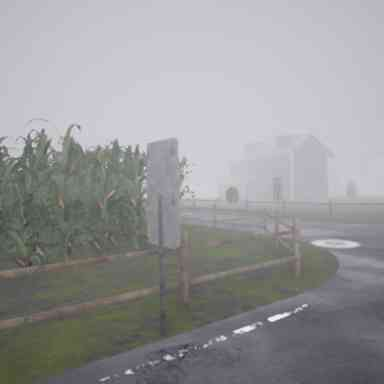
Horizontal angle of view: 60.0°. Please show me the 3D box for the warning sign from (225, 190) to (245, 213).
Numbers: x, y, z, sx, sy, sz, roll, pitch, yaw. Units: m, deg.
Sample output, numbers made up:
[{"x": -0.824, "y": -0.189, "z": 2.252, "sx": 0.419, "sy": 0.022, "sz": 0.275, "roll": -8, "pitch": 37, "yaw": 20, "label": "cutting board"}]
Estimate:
[{"x": 3.714, "y": 0.798, "z": 28.500, "sx": 1.300, "sy": 1.860, "sz": 1.060, "roll": -1, "pitch": 1, "yaw": -35, "label": "warning sign"}]
